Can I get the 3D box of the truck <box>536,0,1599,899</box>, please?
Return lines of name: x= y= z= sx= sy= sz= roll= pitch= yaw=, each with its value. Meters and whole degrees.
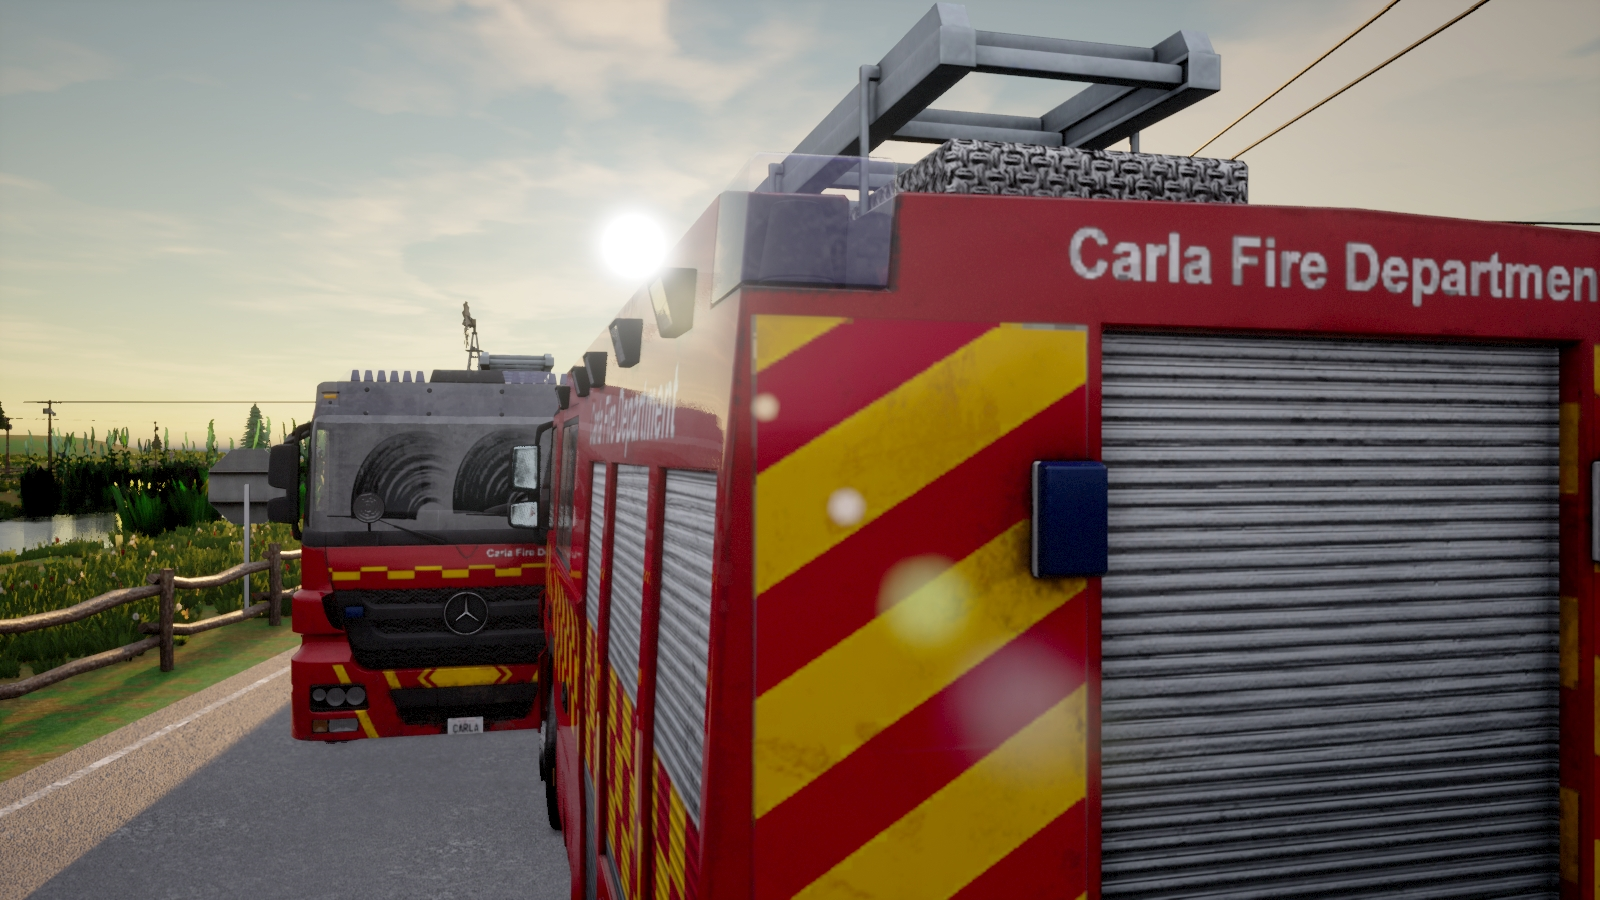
truck: x=0.030 y=0.867 z=6.874 sx=2.891 sy=3.827 sz=8.468 roll=0 pitch=0 yaw=-15

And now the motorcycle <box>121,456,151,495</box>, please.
motorcycle: x=-41.335 y=1.577 z=71.178 sx=0.803 sy=2.348 sz=2.033 roll=0 pitch=0 yaw=-4

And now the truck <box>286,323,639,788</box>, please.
truck: x=-3.910 y=0.862 z=13.873 sx=2.891 sy=3.827 sz=8.468 roll=0 pitch=0 yaw=-15

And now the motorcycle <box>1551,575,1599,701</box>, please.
motorcycle: x=9.786 y=2.142 z=13.125 sx=1.805 sy=1.316 sz=0.856 roll=0 pitch=0 yaw=-7
